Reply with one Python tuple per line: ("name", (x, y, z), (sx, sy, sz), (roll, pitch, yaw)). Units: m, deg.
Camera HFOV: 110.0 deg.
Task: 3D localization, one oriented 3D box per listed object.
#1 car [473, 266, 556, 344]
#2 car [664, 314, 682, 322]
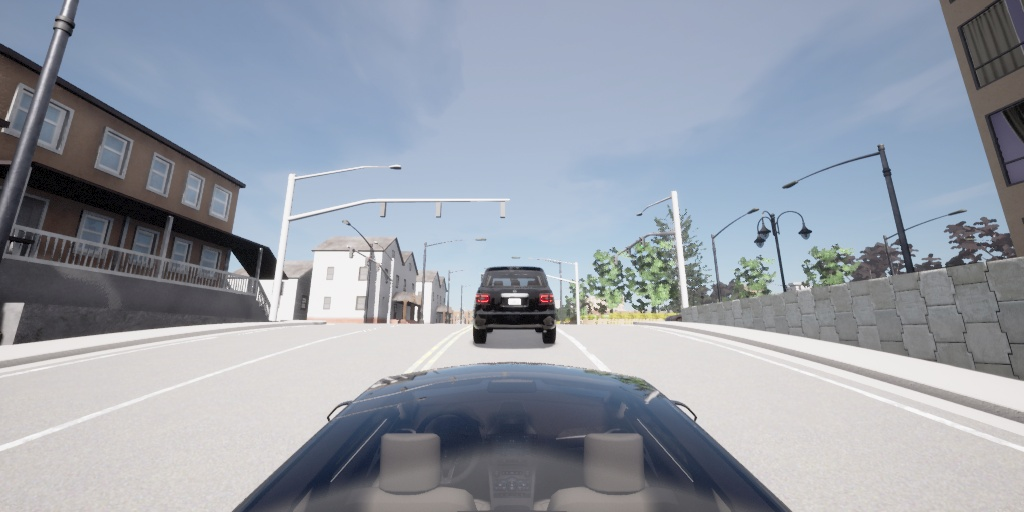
("car", (0.070, 1.502, 11.183), (2.150, 2.045, 5.566), (0, -7, 0))
("car", (15.886, 5.452, 31.715), (4.553, 1.767, 2.097), (0, -12, 1))
